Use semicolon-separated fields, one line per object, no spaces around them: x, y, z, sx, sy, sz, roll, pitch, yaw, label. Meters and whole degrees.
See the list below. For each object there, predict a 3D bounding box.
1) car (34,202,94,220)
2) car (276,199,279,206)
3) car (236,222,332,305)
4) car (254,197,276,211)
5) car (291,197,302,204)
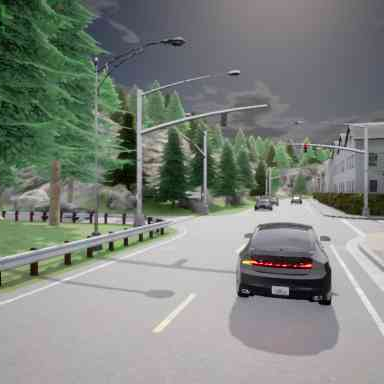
-10.619;1.563;27.707;5.357;1.411;2.033;0;0;19;car
12.963;1.562;53.680;1.994;1.385;4.181;0;0;18;car
2.299;1.505;8.222;1.837;1.490;4.892;0;0;18;car
8.915;1.564;41.089;1.994;1.385;4.181;0;0;18;car
19.598;1.564;62.351;1.994;1.385;4.181;0;0;18;car
